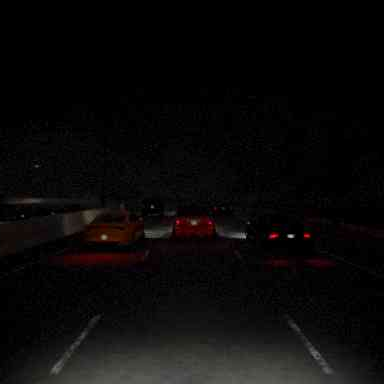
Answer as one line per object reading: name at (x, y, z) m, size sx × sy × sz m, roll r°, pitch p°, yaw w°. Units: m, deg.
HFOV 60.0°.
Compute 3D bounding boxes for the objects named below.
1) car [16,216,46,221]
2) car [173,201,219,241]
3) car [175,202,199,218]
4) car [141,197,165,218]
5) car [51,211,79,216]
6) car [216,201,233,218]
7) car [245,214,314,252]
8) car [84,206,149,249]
car at (-14.423, 1.851, 30.104) m, size 1.994 × 1.385 × 4.181 m, roll 0°, pitch -1°, yaw -4°
car at (0.099, 1.524, 17.929) m, size 2.097 × 1.767 × 4.553 m, roll 0°, pitch -1°, yaw 0°
car at (-0.628, 1.826, 35.027) m, size 2.128 × 1.511 × 4.902 m, roll 0°, pitch -1°, yaw -6°
car at (-4.024, 1.548, 34.236) m, size 2.150 × 2.045 × 5.566 m, roll 0°, pitch -1°, yaw -5°
car at (-10.859, 1.806, 29.371) m, size 1.812 × 1.442 × 4.674 m, roll 0°, pitch 0°, yaw -3°
car at (2.907, 1.684, 34.752) m, size 2.097 × 1.767 × 4.553 m, roll 0°, pitch -1°, yaw -5°
car at (3.599, 1.688, 14.621) m, size 2.033 × 1.411 × 5.357 m, roll 0°, pitch -1°, yaw 0°
car at (-3.400, 1.625, 15.342) m, size 1.882 × 1.535 × 5.008 m, roll 0°, pitch -1°, yaw 0°
